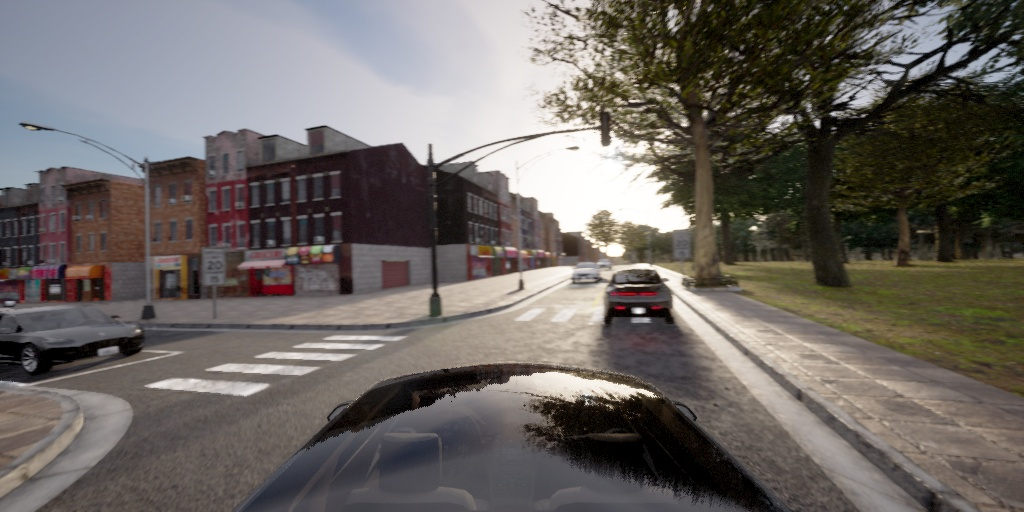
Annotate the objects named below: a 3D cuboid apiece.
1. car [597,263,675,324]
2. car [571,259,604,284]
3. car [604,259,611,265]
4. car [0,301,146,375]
[{"bbox_3d":[3.894,1.121,11.335,1.837,1.490,4.892,-3,-1,17],"label":"car"},{"bbox_3d":[5.503,1.186,26.423,1.812,1.442,4.674,-3,-1,17],"label":"car"},{"bbox_3d":[12.484,1.132,48.695,1.812,1.442,4.674,-3,-1,18],"label":"car"},{"bbox_3d":[-11.109,1.894,8.669,4.313,1.339,1.948,0,0,17],"label":"car"}]
